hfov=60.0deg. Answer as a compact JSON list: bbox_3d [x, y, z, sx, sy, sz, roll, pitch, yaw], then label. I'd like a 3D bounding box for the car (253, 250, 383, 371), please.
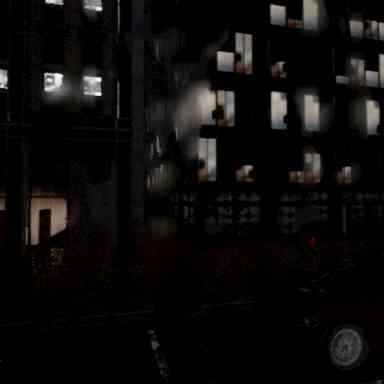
[{"bbox_3d":[3.227,1.680,5.561,4.507,1.381,1.887,0,-1,-15],"label":"car"}]
